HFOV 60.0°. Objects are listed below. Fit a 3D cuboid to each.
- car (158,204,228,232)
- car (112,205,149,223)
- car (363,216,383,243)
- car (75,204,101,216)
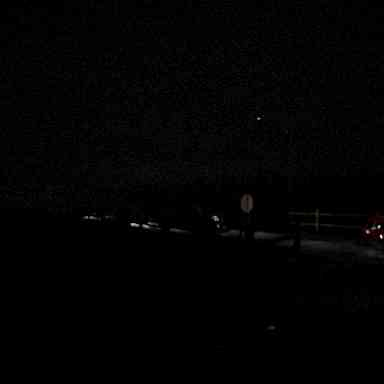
[{"bbox_3d":[0.086,1.662,22.023,4.553,1.767,2.097,0,-1,25],"label":"car"},{"bbox_3d":[-5.689,1.946,30.570,2.128,1.511,4.902,1,-1,-36],"label":"car"},{"bbox_3d":[10.869,1.391,14.982,5.566,2.045,2.150,-2,0,9],"label":"car"},{"bbox_3d":[-12.664,2.151,40.391,2.033,1.411,5.357,1,-1,-35],"label":"car"}]
